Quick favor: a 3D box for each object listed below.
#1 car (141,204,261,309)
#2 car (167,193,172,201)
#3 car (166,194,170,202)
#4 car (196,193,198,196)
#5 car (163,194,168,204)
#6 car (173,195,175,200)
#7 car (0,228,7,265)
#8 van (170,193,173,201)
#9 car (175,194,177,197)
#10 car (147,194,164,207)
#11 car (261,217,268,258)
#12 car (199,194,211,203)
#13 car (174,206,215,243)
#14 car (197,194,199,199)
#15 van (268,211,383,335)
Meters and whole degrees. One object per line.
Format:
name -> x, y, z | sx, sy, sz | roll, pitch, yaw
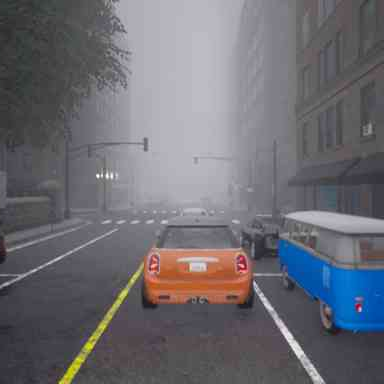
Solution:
car -> 0.103, 1.347, 8.034 | 2.097, 1.767, 4.553 | 0, 0, 0
car -> -5.666, 1.486, 66.482 | 1.887, 1.381, 4.507 | 0, 0, 0
car -> -5.666, 1.489, 61.031 | 1.887, 1.381, 4.507 | 0, 0, 0
car -> 2.860, 1.467, 93.930 | 1.752, 1.417, 4.829 | 0, 0, 0
car -> -5.666, 1.498, 55.580 | 2.008, 1.369, 4.403 | 0, 0, 0
car -> -5.666, 1.490, 77.384 | 2.008, 1.369, 4.403 | 0, 0, 0
car -> -5.668, 1.311, 6.441 | 2.192, 1.841, 5.009 | 0, 0, 0
van -> -5.666, 1.281, 71.933 | 1.690, 1.788, 3.998 | 0, 0, 0
car -> -5.666, 1.255, 82.834 | 2.192, 1.841, 5.009 | 0, 0, 0
car -> -5.667, 1.477, 49.960 | 1.752, 1.417, 4.829 | 0, 0, 0
car -> 2.857, 1.558, 12.141 | 1.947, 1.339, 4.313 | 0, 0, 0
car -> 2.858, 1.382, 66.518 | 1.967, 1.590, 4.097 | 0, 0, 0
car -> 0.102, 1.513, 17.035 | 1.812, 1.442, 4.674 | 0, 0, 0
car -> 2.859, 1.490, 77.415 | 2.008, 1.369, 4.403 | 0, 0, 0
van -> 2.856, 1.337, 6.480 | 1.690, 1.788, 3.998 | 0, 0, 0
